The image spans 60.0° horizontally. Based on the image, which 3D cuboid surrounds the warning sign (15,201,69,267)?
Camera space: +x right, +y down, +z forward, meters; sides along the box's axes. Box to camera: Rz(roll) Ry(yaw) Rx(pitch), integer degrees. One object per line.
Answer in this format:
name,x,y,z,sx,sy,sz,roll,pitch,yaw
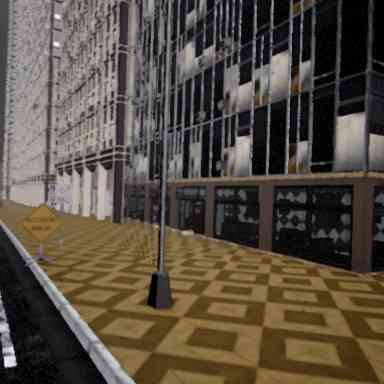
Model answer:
warning sign,-4.639,1.243,10.281,1.300,1.860,1.060,3,-1,-33
